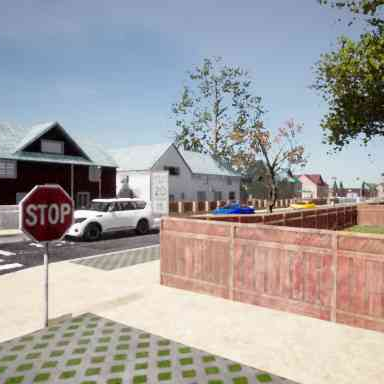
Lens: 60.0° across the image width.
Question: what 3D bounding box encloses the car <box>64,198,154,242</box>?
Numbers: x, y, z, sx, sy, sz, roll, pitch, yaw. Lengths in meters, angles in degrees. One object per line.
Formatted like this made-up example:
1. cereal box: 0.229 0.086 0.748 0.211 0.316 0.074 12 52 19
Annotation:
1. car: -4.437 1.351 17.722 2.150 2.045 5.566 0 -1 37

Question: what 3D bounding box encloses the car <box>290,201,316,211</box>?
1. car: 14.154 1.898 42.328 1.882 1.535 5.008 0 -1 38

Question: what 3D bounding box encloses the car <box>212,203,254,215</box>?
1. car: 3.560 1.735 28.327 1.882 1.535 5.008 0 0 37
